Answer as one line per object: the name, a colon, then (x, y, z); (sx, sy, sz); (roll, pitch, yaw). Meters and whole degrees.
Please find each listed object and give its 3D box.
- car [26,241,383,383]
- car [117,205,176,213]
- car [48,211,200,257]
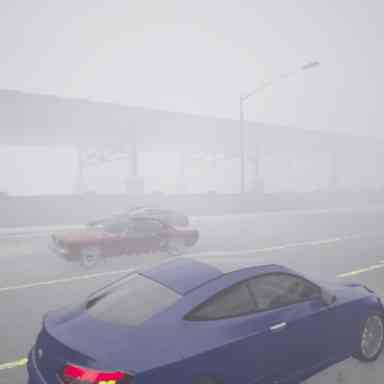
car: (0.559, 1.493, 4.128); (4.674, 1.442, 1.812); (0, 0, -36)
car: (-2.388, 1.380, 15.148); (4.902, 1.511, 2.128); (0, 1, -35)
car: (-2.143, 1.519, 11.044); (4.718, 1.301, 1.895); (0, 1, -35)
